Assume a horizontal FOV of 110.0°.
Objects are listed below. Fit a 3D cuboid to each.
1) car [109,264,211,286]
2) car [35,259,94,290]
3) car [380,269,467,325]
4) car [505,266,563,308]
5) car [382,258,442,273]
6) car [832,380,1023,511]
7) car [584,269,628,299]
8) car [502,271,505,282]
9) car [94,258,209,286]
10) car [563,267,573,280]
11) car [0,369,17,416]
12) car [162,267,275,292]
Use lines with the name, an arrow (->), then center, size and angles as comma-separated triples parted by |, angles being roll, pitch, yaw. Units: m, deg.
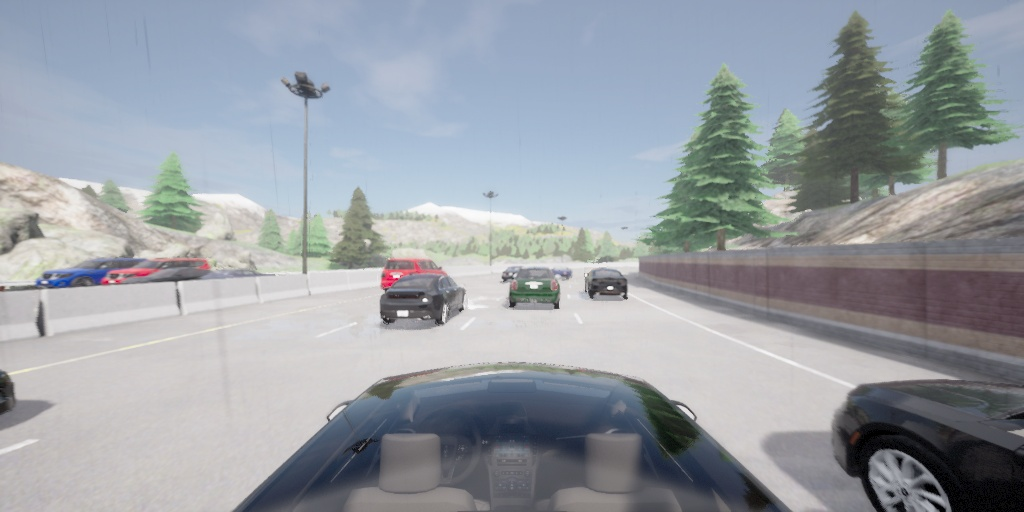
car -> -19.648, 1.412, 21.071 | 1.882, 1.535, 5.008 | 0, -1, 8
car -> -26.407, 1.173, 23.297 | 2.150, 2.045, 5.566 | 0, -1, 8
car -> -2.821, 1.364, 12.314 | 1.837, 1.490, 4.892 | 0, -1, 5
car -> 1.115, 1.258, 16.303 | 2.097, 1.767, 4.553 | 0, -1, 6
car -> -5.423, 1.166, 20.564 | 2.150, 2.045, 5.566 | 0, -1, 8
car -> 3.671, 1.253, 1.048 | 1.837, 1.490, 4.892 | 0, 0, 0
car -> 5.070, 1.424, 19.687 | 1.882, 1.535, 5.008 | 0, -1, 8
car -> 0.491, 1.629, 32.906 | 2.033, 1.411, 5.357 | 0, -1, 14
car -> -22.842, 1.179, 23.561 | 2.150, 2.045, 5.566 | 0, -1, 8
car -> 5.185, 1.731, 37.000 | 1.895, 1.301, 4.718 | 0, -1, 15
car -> -6.797, 1.314, 2.377 | 1.994, 1.385, 4.181 | 0, -1, 0
car -> -16.209, 1.481, 20.659 | 2.033, 1.411, 5.357 | 0, -1, 8
